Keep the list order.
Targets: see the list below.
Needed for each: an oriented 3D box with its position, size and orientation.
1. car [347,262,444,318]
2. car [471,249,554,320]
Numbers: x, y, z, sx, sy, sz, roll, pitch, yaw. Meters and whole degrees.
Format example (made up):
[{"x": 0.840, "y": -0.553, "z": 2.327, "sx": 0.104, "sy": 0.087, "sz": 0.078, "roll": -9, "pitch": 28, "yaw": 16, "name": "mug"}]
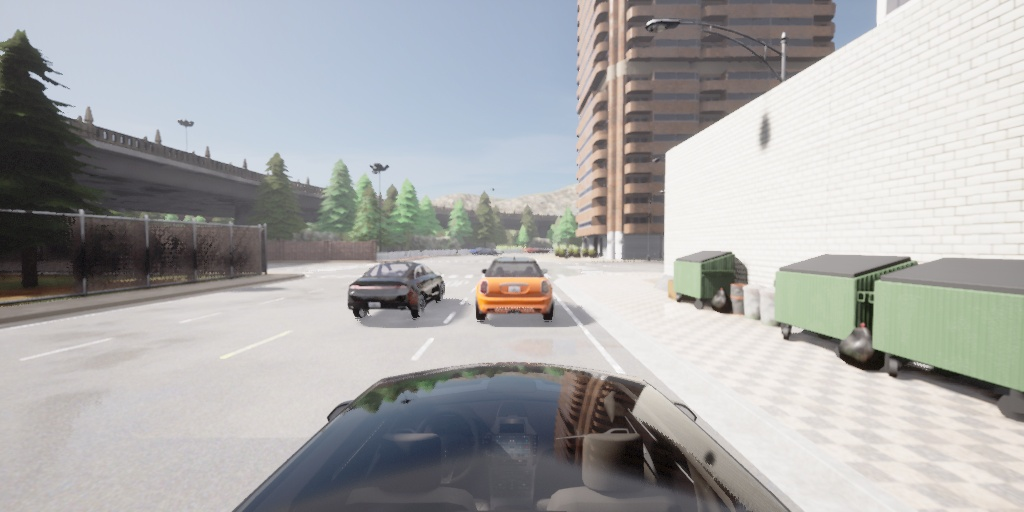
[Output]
[{"x": -3.425, "y": 0.937, "z": 11.390, "sx": 2.128, "sy": 1.511, "sz": 4.902, "roll": 0, "pitch": 2, "yaw": 0, "name": "car"}, {"x": 0.075, "y": 0.801, "z": 11.290, "sx": 2.097, "sy": 1.767, "sz": 4.553, "roll": 0, "pitch": 2, "yaw": 0, "name": "car"}]
